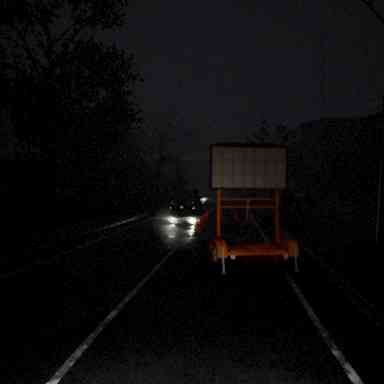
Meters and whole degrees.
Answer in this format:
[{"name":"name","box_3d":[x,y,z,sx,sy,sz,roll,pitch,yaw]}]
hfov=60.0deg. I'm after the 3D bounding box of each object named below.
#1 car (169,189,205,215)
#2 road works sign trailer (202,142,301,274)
[{"name":"car","box_3d":[-0.450,0.762,28.199,2.150,2.045,5.566,1,1,7]},{"name":"road works sign trailer","box_3d":[1.670,0.328,10.158,2.380,3.560,2.880,0,1,-7]}]
